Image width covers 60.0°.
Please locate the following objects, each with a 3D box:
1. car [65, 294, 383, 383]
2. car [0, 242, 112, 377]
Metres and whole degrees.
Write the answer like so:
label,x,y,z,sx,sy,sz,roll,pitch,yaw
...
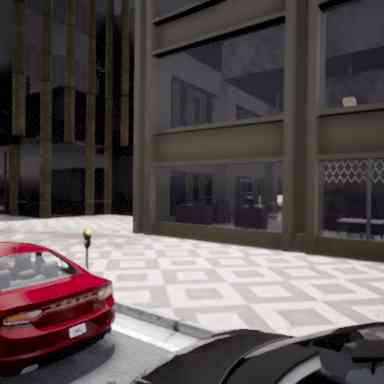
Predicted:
label,x,y,z,sx,sy,sz,roll,pitch,yaw
car,1.415,1.568,1.954,4.313,1.339,1.947,1,1,35
car,-3.160,1.462,5.215,4.507,1.381,1.887,1,1,35
